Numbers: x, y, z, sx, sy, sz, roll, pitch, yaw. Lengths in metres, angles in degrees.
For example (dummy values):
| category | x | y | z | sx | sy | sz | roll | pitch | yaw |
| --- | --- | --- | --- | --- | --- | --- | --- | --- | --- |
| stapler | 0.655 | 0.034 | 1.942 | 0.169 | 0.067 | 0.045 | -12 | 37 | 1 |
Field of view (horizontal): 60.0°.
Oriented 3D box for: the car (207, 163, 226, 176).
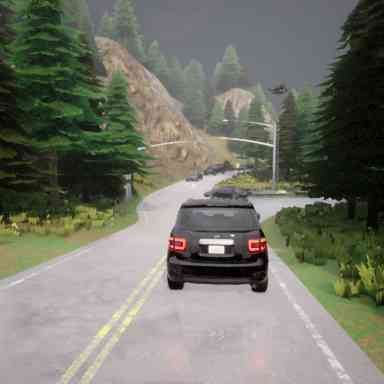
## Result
| category | x | y | z | sx | sy | sz | roll | pitch | yaw |
| --- | --- | --- | --- | --- | --- | --- | --- | --- | --- |
| car | 4.456 | -4.335 | 63.771 | 2.150 | 2.045 | 5.566 | 3 | 10 | 36 |

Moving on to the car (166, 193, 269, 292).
| category | x | y | z | sx | sy | sz | roll | pitch | yaw |
| --- | --- | --- | --- | --- | --- | --- | --- | --- | --- |
| car | 0.706 | 1.173 | 8.984 | 2.150 | 2.045 | 5.566 | 0 | 0 | 5 |

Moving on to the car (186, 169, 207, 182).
| category | x | y | z | sx | sy | sz | roll | pitch | yaw |
| --- | --- | --- | --- | --- | --- | --- | --- | --- | --- |
| car | 0.433 | -2.528 | 55.239 | 1.994 | 1.385 | 4.181 | 2 | 10 | 19 |

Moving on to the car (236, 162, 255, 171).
| category | x | y | z | sx | sy | sz | roll | pitch | yaw |
| --- | --- | --- | --- | --- | --- | --- | --- | --- | --- |
| car | 11.493 | -5.591 | 70.921 | 4.553 | 1.767 | 2.097 | -9 | 9 | -36 |

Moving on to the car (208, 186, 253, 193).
| category | x | y | z | sx | sy | sz | roll | pitch | yaw |
| --- | --- | --- | --- | --- | --- | --- | --- | --- | --- |
| car | 3.893 | 0.072 | 35.901 | 5.357 | 1.411 | 2.033 | -2 | 5 | 35 |
